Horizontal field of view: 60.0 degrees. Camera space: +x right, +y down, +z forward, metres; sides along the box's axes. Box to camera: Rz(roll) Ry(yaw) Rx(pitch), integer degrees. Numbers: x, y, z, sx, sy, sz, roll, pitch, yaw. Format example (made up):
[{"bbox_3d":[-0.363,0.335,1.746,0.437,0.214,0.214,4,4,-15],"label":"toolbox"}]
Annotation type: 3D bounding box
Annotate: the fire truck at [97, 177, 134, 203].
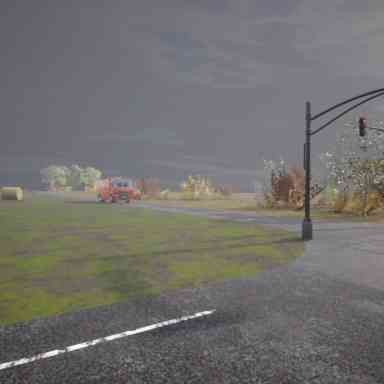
[{"bbox_3d":[-11.715,-0.354,50.059,2.891,3.827,8.468,1,0,-32],"label":"fire truck"}]
